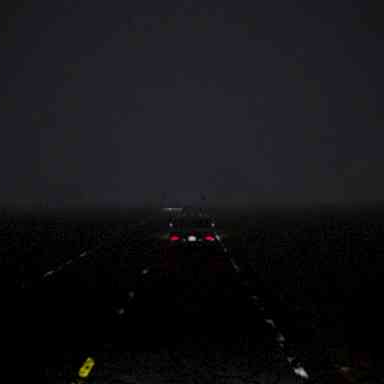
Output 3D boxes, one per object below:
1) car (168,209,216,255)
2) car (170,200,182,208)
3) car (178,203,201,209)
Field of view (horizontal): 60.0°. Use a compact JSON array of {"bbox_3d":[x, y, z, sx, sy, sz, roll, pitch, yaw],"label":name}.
[{"bbox_3d":[0.005,1.682,13.974,2.033,1.411,5.357,0,-1,0],"label":"car"},{"bbox_3d":[-2.736,2.093,58.252,1.812,1.442,4.674,0,-1,0],"label":"car"},{"bbox_3d":[0.010,1.881,29.089,1.895,1.301,4.718,0,-1,0],"label":"car"}]
